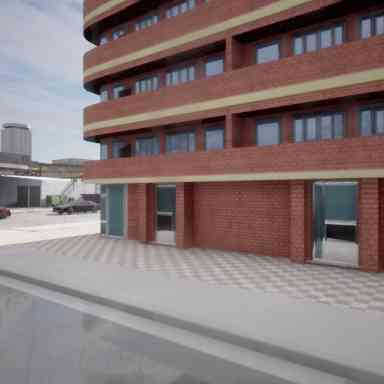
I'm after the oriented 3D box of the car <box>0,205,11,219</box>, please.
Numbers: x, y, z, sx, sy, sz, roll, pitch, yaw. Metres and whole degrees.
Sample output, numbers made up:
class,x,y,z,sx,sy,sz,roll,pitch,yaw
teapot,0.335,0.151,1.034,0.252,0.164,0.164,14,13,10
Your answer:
class,x,y,z,sx,sy,sz,roll,pitch,yaw
car,-17.040,1.564,26.903,1.994,1.385,4.181,0,0,34

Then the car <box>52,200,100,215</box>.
class,x,y,z,sx,sy,sz,roll,pitch,yaw
car,-11.730,1.547,34.630,2.033,1.411,5.357,0,0,34
